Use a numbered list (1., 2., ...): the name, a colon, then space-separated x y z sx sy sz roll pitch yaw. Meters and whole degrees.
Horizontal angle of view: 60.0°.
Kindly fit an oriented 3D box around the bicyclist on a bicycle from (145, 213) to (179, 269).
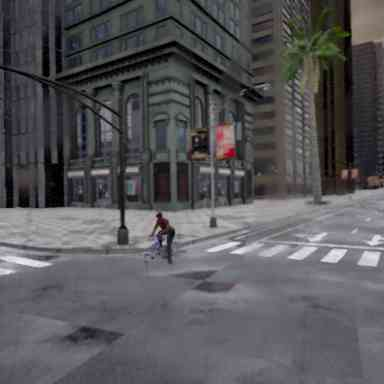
1. bicyclist on a bicycle: -0.888 1.451 10.129 0.582 1.620 1.656 -1 -1 33
